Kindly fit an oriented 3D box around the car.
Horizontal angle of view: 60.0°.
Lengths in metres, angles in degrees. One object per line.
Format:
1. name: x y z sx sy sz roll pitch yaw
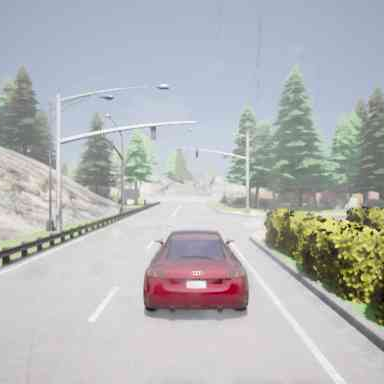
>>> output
1. car: 0.070 1.561 7.731 1.994 1.385 4.181 0 0 0
